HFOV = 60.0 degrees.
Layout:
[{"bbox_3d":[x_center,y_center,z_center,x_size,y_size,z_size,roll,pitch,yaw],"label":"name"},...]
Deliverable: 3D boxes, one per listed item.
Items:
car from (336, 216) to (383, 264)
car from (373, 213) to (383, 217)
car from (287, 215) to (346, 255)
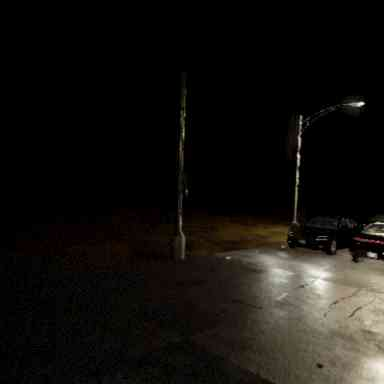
[{"bbox_3d":[7.575,1.910,12.446,4.902,1.511,2.128,3,0,-44],"label":"car"},{"bbox_3d":[12.877,2.154,21.913,1.882,1.535,5.008,4,1,45],"label":"car"},{"bbox_3d":[6.191,1.802,15.133,1.882,1.535,5.008,4,0,45],"label":"car"}]
